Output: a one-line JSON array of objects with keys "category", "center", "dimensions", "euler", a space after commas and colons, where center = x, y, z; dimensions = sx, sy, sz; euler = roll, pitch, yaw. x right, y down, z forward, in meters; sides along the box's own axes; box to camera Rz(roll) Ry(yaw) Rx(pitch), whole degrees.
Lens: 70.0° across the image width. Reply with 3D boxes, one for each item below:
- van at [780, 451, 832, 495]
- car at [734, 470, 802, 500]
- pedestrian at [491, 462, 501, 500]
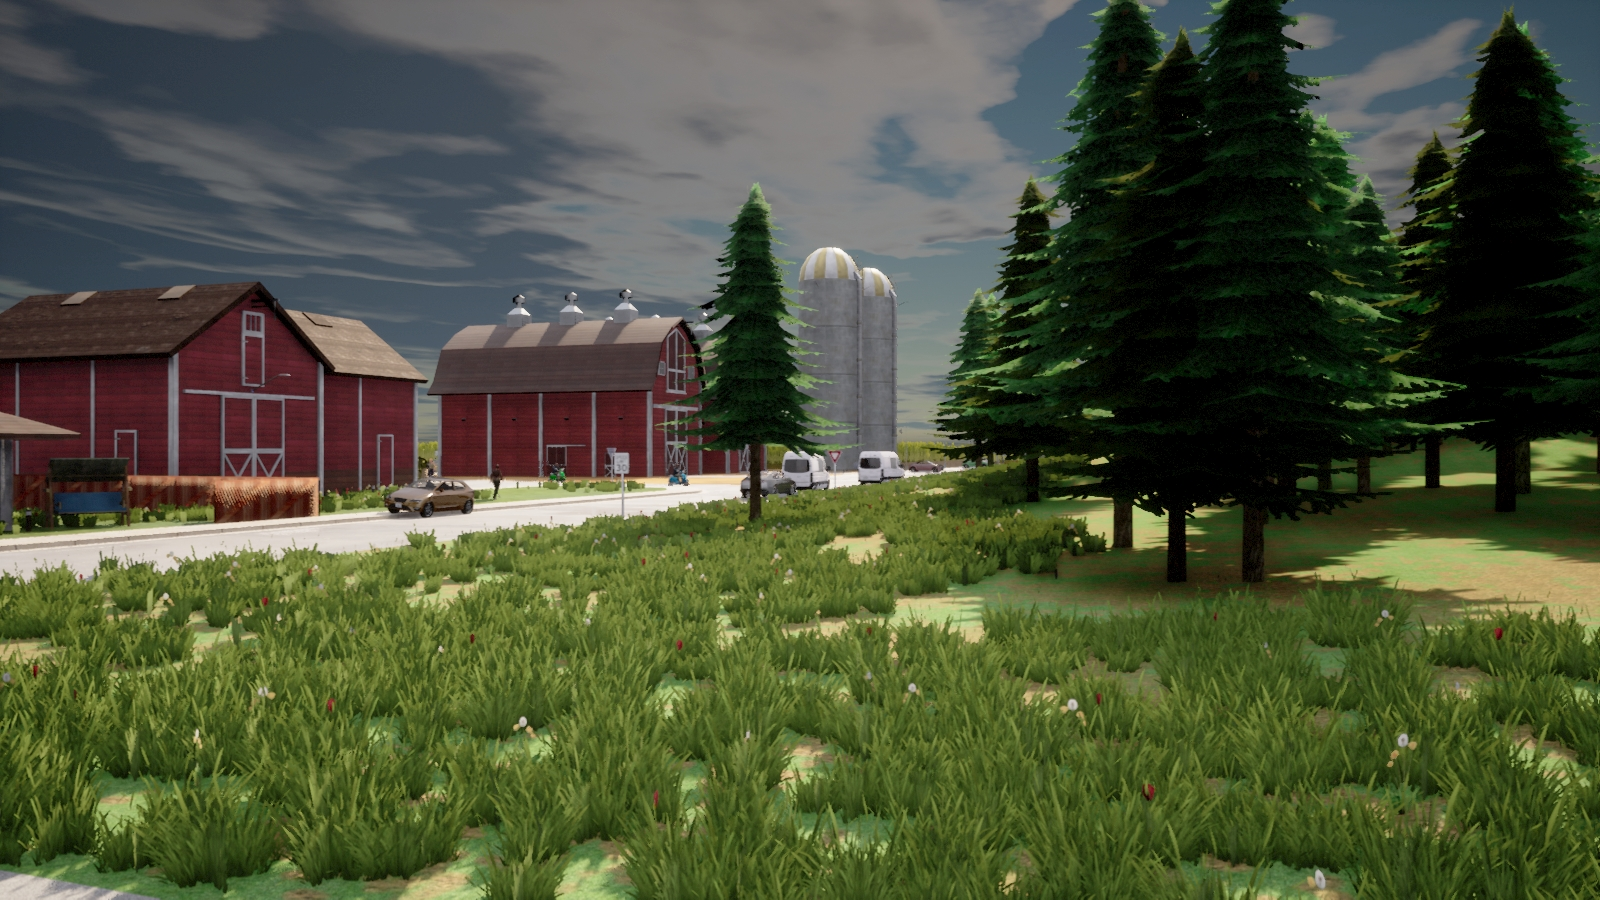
[{"category": "van", "center": [0.445, 1.372, 70.974], "dimensions": [1.988, 2.561, 5.915], "euler": [0, 0, 13]}, {"category": "car", "center": [-1.738, 1.901, 63.661], "dimensions": [2.128, 1.511, 4.902], "euler": [0, 0, 20]}, {"category": "pedestrian", "center": [-14.952, 1.540, 56.226], "dimensions": [0.375, 1.860, 0.375], "euler": [0, 0, 5]}]
